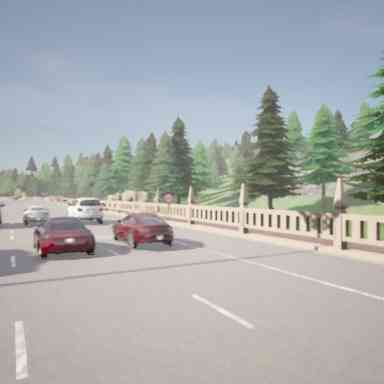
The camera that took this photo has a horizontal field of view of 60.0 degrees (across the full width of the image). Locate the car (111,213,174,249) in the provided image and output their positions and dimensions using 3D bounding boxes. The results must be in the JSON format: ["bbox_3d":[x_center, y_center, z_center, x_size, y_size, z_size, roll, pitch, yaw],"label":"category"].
[{"bbox_3d":[-2.394,1.694,15.595,1.812,1.442,4.674,0,0,-28],"label":"car"}]

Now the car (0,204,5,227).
[{"bbox_3d":[-15.053,1.473,24.190,2.150,2.045,5.566,0,0,-28],"label":"car"}]

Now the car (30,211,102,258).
[{"bbox_3d":[-5.291,1.708,13.598,1.994,1.385,4.181,0,-1,-28],"label":"car"}]

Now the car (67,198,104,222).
[{"bbox_3d":[-8.879,1.516,27.487,2.150,2.045,5.566,0,0,-28],"label":"car"}]

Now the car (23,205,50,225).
[{"bbox_3d":[-12.586,1.807,27.009,1.812,1.442,4.674,0,0,-28],"label":"car"}]
